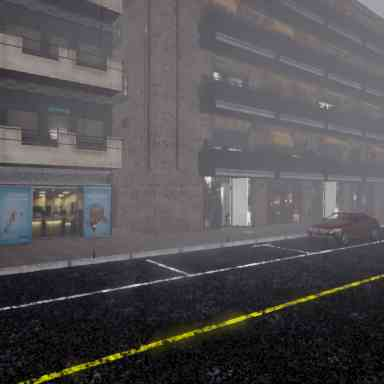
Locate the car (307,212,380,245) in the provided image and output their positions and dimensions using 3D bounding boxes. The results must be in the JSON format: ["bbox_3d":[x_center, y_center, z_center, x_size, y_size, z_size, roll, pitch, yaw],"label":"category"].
[{"bbox_3d":[7.172,1.583,15.538,4.206,1.307,1.802,0,0,-35],"label":"car"}]
